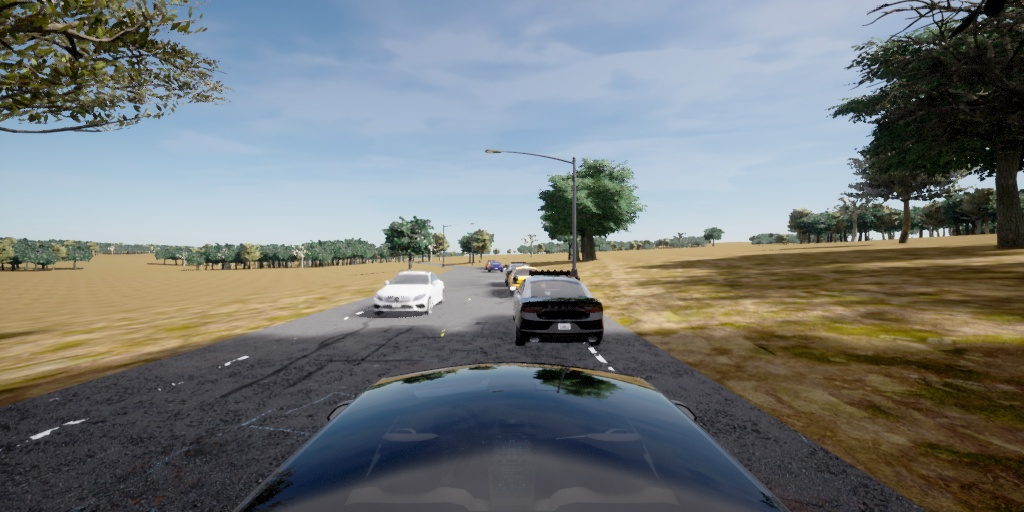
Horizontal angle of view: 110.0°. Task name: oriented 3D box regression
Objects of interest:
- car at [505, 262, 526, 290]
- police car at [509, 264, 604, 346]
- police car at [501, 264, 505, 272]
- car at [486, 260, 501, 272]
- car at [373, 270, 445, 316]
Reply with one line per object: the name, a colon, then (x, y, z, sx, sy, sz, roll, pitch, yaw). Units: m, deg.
car: (0.718, 1.241, 19.773, 1.801, 1.575, 5.366, 0, 0, -2)
police car: (0.990, 1.188, 9.638, 1.930, 1.638, 5.238, 0, 0, -1)
police car: (0.460, 1.224, 25.722, 1.930, 1.638, 5.238, 0, 0, -3)
car: (-2.215, 1.452, 48.310, 1.812, 1.442, 4.674, 0, -1, -5)
car: (-3.699, 1.296, 13.637, 1.812, 1.442, 4.674, 0, 0, -2)
